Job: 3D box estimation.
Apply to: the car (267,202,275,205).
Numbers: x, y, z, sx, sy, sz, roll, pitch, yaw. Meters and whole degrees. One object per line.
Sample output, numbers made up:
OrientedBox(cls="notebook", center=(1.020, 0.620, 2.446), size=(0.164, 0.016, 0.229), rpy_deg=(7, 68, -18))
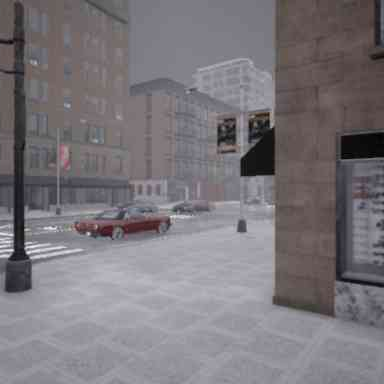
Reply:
OrientedBox(cls="car", center=(12.847, 1.299, 49.693), size=(1.994, 1.385, 4.181), rpy_deg=(0, 0, 35))

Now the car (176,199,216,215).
OrientedBox(cls="car", center=(0.301, 1.373, 32.167), size=(2.033, 1.411, 5.357), rpy_deg=(0, 0, 35))

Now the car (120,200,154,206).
OrientedBox(cls="car", center=(-4.986, 1.405, 30.332), size=(1.994, 1.385, 4.181), rpy_deg=(0, 0, 35))

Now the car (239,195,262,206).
OrientedBox(cls="car", center=(8.775, 1.247, 49.614), size=(1.837, 1.490, 4.892), rpy_deg=(0, 0, 36))

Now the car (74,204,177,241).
OrientedBox(cls="car", center=(-3.116, 1.499, 16.167), size=(1.895, 1.301, 4.718), rpy_deg=(0, 0, 38))
